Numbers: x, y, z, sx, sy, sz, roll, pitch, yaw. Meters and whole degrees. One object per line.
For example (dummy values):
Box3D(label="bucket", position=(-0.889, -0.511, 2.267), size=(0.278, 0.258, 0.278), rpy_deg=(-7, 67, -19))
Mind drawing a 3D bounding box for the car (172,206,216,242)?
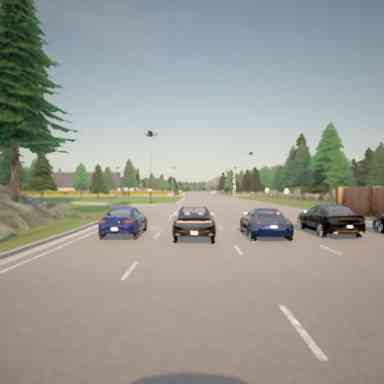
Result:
Box3D(label="car", position=(0.095, 1.422, 15.838), size=(2.128, 1.511, 4.902), rpy_deg=(0, 0, 0))

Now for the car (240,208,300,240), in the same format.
Box3D(label="car", position=(3.596, 1.492, 16.600), size=(1.994, 1.385, 4.181), rpy_deg=(0, 0, 0))

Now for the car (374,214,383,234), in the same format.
Box3D(label="car", position=(10.595, 1.422, 15.836), size=(2.128, 1.511, 4.902), rpy_deg=(0, 0, 0))

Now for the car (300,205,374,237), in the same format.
Box3D(label="car", position=(7.097, 1.402, 17.410), size=(1.882, 1.535, 5.008), rpy_deg=(0, 0, 0))

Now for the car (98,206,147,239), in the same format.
Box3D(label="car", position=(-3.413, 1.452, 16.872), size=(1.812, 1.442, 4.674), rpy_deg=(0, 0, 0))
